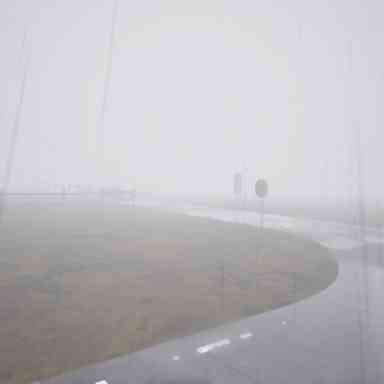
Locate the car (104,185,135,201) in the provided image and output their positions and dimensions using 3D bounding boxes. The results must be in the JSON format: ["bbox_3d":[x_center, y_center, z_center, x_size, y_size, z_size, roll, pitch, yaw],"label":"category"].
[{"bbox_3d":[-7.668,0.084,35.118,2.128,1.511,4.902,1,2,-35],"label":"car"}]
